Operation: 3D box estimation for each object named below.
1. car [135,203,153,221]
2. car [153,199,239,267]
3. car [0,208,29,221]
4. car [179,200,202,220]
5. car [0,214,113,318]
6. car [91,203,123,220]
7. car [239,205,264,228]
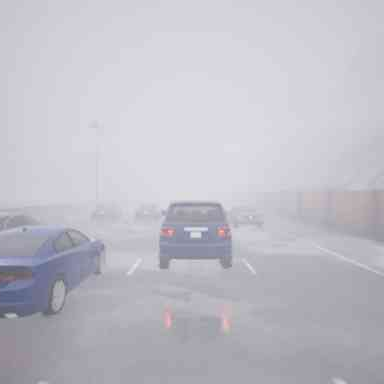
[{"bbox_3d":[-3.664,1.634,28.395,1.994,1.385,4.181,0,0,-1],"label":"car"},{"bbox_3d":[0.095,1.251,11.615,2.150,2.045,5.566,0,0,0],"label":"car"},{"bbox_3d":[-6.910,1.535,12.438,1.837,1.490,4.892,0,0,0],"label":"car"},{"bbox_3d":[-0.187,1.551,29.509,1.882,1.535,5.008,0,0,-1],"label":"car"},{"bbox_3d":[-3.397,1.496,7.576,1.882,1.535,5.008,0,0,0],"label":"car"},{"bbox_3d":[-7.165,1.634,28.392,1.994,1.385,4.181,0,0,-1],"label":"car"},{"bbox_3d":[3.468,1.604,22.480,2.033,1.411,5.357,0,0,-1],"label":"car"}]
